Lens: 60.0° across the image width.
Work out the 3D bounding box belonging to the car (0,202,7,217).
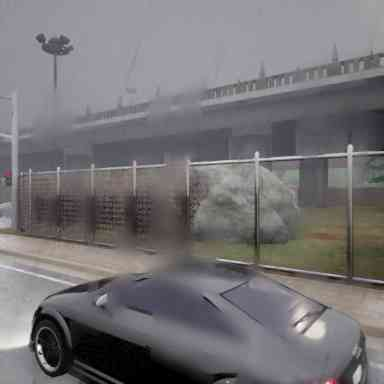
[{"bbox_3d":[-7.847,1.226,9.557,5.566,2.045,2.150,0,0,36],"label":"car"}]

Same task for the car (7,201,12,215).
[{"bbox_3d":[-17.271,1.594,31.769,1.812,1.442,4.674,0,0,35],"label":"car"}]

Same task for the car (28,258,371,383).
[{"bbox_3d":[-0.166,1.565,4.108,4.181,1.385,1.994,0,0,36],"label":"car"}]
